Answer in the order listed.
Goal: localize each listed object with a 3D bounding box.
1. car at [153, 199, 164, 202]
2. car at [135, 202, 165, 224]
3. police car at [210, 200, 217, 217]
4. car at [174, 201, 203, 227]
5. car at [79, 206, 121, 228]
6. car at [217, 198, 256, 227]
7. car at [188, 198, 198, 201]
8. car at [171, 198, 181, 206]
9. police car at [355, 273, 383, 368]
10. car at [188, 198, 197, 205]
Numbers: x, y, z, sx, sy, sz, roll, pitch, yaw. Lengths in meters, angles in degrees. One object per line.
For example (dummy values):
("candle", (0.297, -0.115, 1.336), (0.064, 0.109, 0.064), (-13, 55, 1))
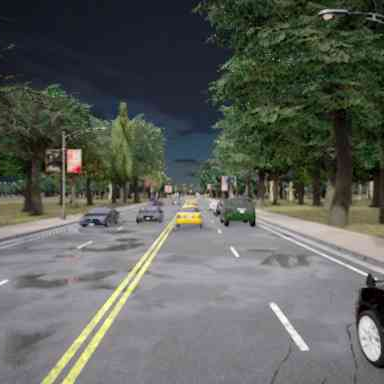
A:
("car", (-6.425, 2.057, 64.958), (2.033, 1.411, 5.357), (0, 0, 1))
("car", (-3.261, 1.784, 26.626), (1.994, 1.385, 4.181), (0, 0, 0))
("police car", (3.356, 1.801, 35.818), (2.038, 1.542, 4.974), (0, 0, 0))
("car", (-0.138, 1.658, 24.451), (1.801, 1.575, 5.366), (0, -1, 1))
("car", (-6.516, 1.747, 24.202), (2.033, 1.411, 5.357), (0, 0, 0))
("car", (3.336, 1.429, 24.845), (2.150, 2.045, 5.566), (0, 0, 0))
("car", (0.173, 2.000, 66.526), (1.882, 1.535, 5.008), (0, -1, 0))
("car", (-3.169, 2.009, 67.001), (2.128, 1.511, 4.902), (0, 0, 0))
("police car", (3.262, 1.452, 2.913), (1.930, 1.638, 5.238), (0, 0, 0))
("car", (0.068, 2.124, 78.313), (2.128, 1.511, 4.902), (0, 0, 0))
